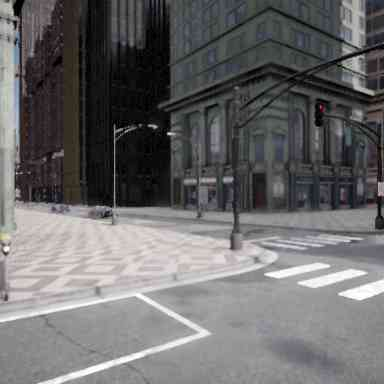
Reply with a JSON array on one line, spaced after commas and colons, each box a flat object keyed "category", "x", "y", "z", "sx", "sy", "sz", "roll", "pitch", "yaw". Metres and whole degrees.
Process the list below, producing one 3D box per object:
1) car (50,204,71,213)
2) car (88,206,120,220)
[{"category": "car", "x": -19.705, "y": 2.479, "z": 49.685, "sx": 2.033, "sy": 1.411, "sz": 5.357, "roll": 0, "pitch": -1, "yaw": -35}, {"category": "car", "x": -9.284, "y": 2.151, "z": 34.788, "sx": 1.895, "sy": 1.301, "sz": 4.718, "roll": 0, "pitch": -1, "yaw": -35}]
